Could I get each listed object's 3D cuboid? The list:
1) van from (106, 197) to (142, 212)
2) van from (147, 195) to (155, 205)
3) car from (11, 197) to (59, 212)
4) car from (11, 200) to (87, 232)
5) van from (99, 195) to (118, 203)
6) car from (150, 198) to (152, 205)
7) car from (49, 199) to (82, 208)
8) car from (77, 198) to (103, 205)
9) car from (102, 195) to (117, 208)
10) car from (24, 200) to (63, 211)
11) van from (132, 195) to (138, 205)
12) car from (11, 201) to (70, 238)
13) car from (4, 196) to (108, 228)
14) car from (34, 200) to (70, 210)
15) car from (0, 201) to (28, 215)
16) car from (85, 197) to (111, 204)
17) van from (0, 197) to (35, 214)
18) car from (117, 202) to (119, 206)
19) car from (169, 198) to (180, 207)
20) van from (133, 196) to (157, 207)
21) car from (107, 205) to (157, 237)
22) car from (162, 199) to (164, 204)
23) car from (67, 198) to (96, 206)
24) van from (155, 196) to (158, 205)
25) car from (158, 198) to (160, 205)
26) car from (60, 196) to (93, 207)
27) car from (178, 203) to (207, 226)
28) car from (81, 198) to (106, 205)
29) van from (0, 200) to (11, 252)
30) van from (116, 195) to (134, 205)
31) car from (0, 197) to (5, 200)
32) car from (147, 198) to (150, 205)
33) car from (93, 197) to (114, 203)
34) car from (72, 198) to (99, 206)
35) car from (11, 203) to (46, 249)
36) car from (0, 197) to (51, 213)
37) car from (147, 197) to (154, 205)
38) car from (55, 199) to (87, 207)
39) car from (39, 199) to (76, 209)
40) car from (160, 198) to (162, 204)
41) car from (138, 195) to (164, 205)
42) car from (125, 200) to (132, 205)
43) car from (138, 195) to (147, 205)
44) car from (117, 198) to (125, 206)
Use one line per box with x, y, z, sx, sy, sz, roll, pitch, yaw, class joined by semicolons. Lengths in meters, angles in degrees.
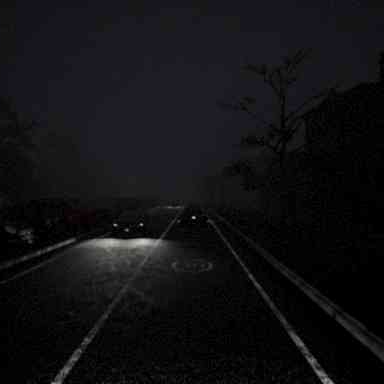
-9.022;1.680;44.572;4.442;1.987;1.878;0;0;0;van
-9.026;1.748;55.793;4.442;1.987;1.878;0;0;0;van
-21.957;1.671;46.754;5.566;2.045;2.435;0;0;0;car
-8.863;1.535;19.345;4.553;1.767;2.185;0;-1;0;car
-22.120;1.815;88.392;4.442;1.987;1.878;0;0;0;van
-8.905;1.987;50.181;4.674;1.452;2.002;0;0;0;car
-21.985;1.981;57.859;5.008;1.535;2.097;0;0;0;car
-22.002;2.011;71.739;4.892;1.521;2.231;0;0;0;car
-8.868;1.464;24.952;5.566;2.045;2.435;0;-1;0;car
-22.016;1.972;49.527;4.792;1.488;2.163;0;0;0;car
-9.019;1.626;38.968;4.442;1.987;1.878;0;-1;0;van
-8.862;1.508;16.541;4.553;1.767;2.185;0;-1;0;car
-8.867;1.437;22.149;5.566;2.045;2.435;0;-1;0;car
-21.958;1.991;52.310;4.792;1.488;2.163;0;0;0;car
-22.168;1.843;38.424;5.366;1.575;1.946;0;-1;0;car
-21.813;2.017;77.289;5.366;1.575;1.946;0;0;0;car
-22.100;1.647;41.201;4.442;1.987;1.878;0;-1;0;van
-8.895;1.782;27.752;4.674;1.452;2.002;0;-1;0;car
-3.217;1.995;62.323;1.837;1.490;4.892;0;0;1;car
-9.030;1.770;64.204;4.442;1.987;1.878;0;0;0;van
-3.342;1.712;19.457;1.812;1.442;4.674;0;-1;0;car
-8.730;2.003;69.811;5.366;1.575;1.946;0;0;0;car
-21.999;1.999;66.187;5.008;1.535;2.097;0;0;0;car
-8.794;1.758;58.594;4.442;1.987;1.878;0;0;0;van
-8.907;1.990;61.401;5.008;1.535;2.097;0;0;0;car
-21.964;1.743;63.412;5.566;2.045;2.435;0;0;0;car
0.125;1.807;25.468;1.994;1.385;4.181;0;0;0;car
-22.026;2.045;74.514;4.792;1.488;2.163;0;0;0;car
-8.774;1.353;10.936;4.442;1.987;1.878;0;-1;0;van
-9.018;1.598;36.164;4.442;1.987;1.878;0;-1;0;van
-22.010;1.568;35.651;5.566;2.045;2.435;0;-1;0;car
-8.913;1.928;47.378;4.892;1.521;2.231;0;0;0;car
-21.972;2.060;82.841;4.792;1.488;2.163;0;0;0;car
-22.000;2.005;68.963;5.008;1.535;2.097;0;0;0;car
-8.923;1.481;13.738;4.553;1.767;2.185;0;-1;0;car
-22.013;1.649;43.977;5.566;2.045;2.435;0;-1;0;car
-8.938;1.993;52.989;4.792;1.488;2.163;0;0;0;car
-21.985;1.990;60.637;4.892;1.521;2.231;0;0;0;car
-22.174;1.968;55.082;5.366;1.575;1.946;0;0;0;car
-8.917;2.041;67.007;4.674;1.452;2.002;0;0;0;car
-8.888;1.760;72.615;5.566;2.045;2.435;0;0;0;car
-8.894;1.798;33.359;4.892;1.521;2.231;0;-1;0;car
-8.876;1.627;41.772;5.566;2.045;2.435;0;-1;0;car
-8.930;1.644;30.557;4.553;1.767;2.185;0;-1;0;car
